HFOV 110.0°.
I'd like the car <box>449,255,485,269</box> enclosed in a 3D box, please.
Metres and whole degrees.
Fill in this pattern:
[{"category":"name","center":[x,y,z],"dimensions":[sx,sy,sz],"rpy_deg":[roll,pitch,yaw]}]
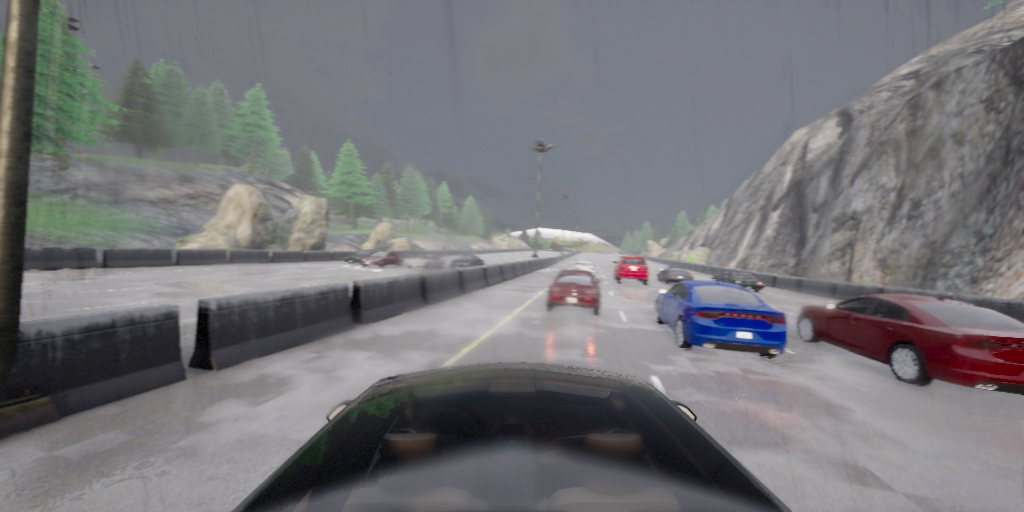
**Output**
[{"category":"car","center":[-4.071,0.628,33.436],"dimensions":[2.033,1.411,5.357],"rpy_deg":[3,1,13]}]

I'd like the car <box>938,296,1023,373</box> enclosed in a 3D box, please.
[{"category":"car","center":[11.594,1.797,6.545],"dimensions":[2.033,1.411,5.357],"rpy_deg":[3,1,12]}]

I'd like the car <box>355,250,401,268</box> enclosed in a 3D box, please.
[{"category":"car","center":[-11.529,0.287,32.196],"dimensions":[1.812,1.442,4.674],"rpy_deg":[3,1,13]}]

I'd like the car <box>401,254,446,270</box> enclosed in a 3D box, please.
[{"category":"car","center":[-7.830,0.523,32.703],"dimensions":[1.895,1.301,4.718],"rpy_deg":[3,1,13]}]

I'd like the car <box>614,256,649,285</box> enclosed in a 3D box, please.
[{"category":"car","center":[9.148,1.019,27.785],"dimensions":[2.150,2.045,5.566],"rpy_deg":[3,1,12]}]

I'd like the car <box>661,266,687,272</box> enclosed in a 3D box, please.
[{"category":"car","center":[12.840,1.520,28.369],"dimensions":[1.994,1.385,4.181],"rpy_deg":[3,1,12]}]

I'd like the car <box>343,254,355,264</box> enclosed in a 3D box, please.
[{"category":"car","center":[-14.305,0.113,35.730],"dimensions":[2.033,1.411,5.357],"rpy_deg":[3,1,13]}]

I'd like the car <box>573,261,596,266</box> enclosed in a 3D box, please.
[{"category":"car","center":[6.109,1.135,30.301],"dimensions":[1.812,1.442,4.674],"rpy_deg":[3,1,12]}]

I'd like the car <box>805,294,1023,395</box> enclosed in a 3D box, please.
[{"category":"car","center":[8.247,1.556,7.587],"dimensions":[1.882,1.535,5.008],"rpy_deg":[3,1,12]}]

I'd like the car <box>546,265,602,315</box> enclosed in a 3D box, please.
[{"category":"car","center":[2.425,1.247,13.719],"dimensions":[1.812,1.442,4.674],"rpy_deg":[3,1,12]}]

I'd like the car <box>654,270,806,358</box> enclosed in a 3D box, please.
[{"category":"car","center":[5.066,1.382,9.392],"dimensions":[1.882,1.535,5.008],"rpy_deg":[3,1,12]}]

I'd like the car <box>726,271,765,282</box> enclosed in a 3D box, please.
[{"category":"car","center":[15.737,1.750,25.290],"dimensions":[1.895,1.301,4.718],"rpy_deg":[3,1,12]}]
